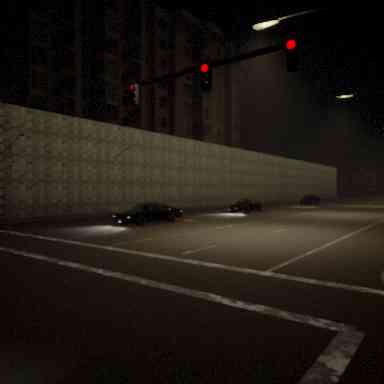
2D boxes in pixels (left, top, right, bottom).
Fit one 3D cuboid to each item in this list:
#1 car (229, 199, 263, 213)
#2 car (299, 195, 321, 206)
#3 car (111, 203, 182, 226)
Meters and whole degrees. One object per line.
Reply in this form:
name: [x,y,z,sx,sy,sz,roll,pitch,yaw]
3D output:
car: [5.460,1.386,33.604,1.994,1.385,4.181,0,0,38]
car: [17.271,1.197,48.637,1.882,1.535,5.008,0,0,38]
car: [-2.901,1.447,22.879,2.033,1.411,5.357,0,0,38]
